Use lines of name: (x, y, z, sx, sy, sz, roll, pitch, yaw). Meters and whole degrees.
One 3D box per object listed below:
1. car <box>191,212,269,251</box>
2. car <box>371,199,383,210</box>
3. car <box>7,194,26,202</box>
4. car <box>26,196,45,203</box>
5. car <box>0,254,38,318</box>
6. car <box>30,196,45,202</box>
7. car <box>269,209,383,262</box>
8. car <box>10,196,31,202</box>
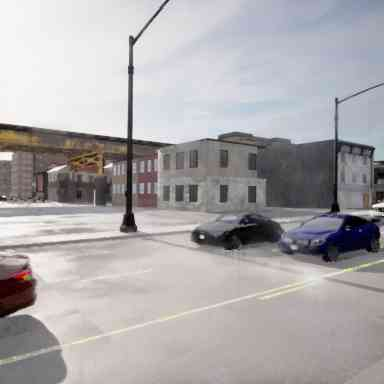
car: (1.999, 1.573, 14.219, 4.181, 1.385, 1.994, 0, 0, -37)
car: (14.995, 1.173, 23.872, 5.566, 2.045, 2.150, 0, 0, -37)
car: (-39.598, 1.737, 77.013, 4.974, 1.542, 2.038, 0, -1, 24)
car: (-35.870, 1.779, 77.158, 2.038, 1.542, 4.974, 1, 0, -6)
car: (-4.793, 1.526, 4.800, 4.674, 1.442, 1.812, 0, 0, -37)
car: (-35.875, 1.621, 77.211, 1.853, 1.218, 4.536, 1, 0, -6)
car: (5.194, 1.532, 12.234, 4.674, 1.442, 1.812, 0, 0, -37)
car: (-39.644, 1.579, 77.035, 4.536, 1.218, 1.853, 0, -1, 24)
